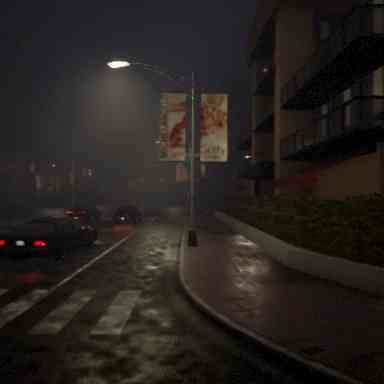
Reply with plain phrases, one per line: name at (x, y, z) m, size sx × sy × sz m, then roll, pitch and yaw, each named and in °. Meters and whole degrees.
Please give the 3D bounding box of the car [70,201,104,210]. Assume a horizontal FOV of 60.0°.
car at (-8.809, 1.753, 27.507) m, size 1.837 × 1.490 × 4.892 m, roll 1°, pitch -1°, yaw -1°

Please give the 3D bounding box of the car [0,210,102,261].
car at (-5.225, 1.651, 12.721) m, size 2.033 × 1.411 × 5.357 m, roll 1°, pitch -1°, yaw 2°

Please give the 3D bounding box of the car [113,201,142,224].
car at (-5.309, 1.798, 27.714) m, size 1.837 × 1.490 × 4.892 m, roll 1°, pitch -1°, yaw -1°

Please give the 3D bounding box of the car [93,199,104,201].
car at (-24.683, 2.411, 87.590) m, size 1.895 × 1.301 × 4.718 m, roll 1°, pitch -1°, yaw -1°
